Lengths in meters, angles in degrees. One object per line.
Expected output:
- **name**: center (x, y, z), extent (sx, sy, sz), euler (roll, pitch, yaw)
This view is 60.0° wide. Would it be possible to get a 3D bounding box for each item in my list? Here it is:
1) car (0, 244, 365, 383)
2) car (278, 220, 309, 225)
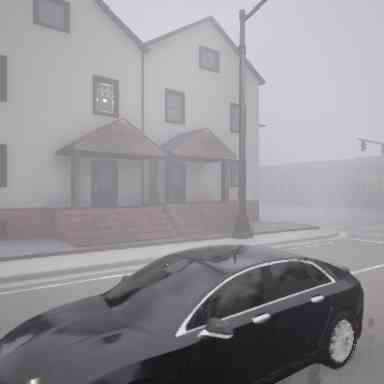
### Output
- **car**: center (0.255, 1.505, 4.159), extent (4.892, 1.490, 1.837), euler (0, 0, -35)
- **car**: center (8.721, 3.432, 31.104), extent (1.837, 1.490, 4.892), euler (-1, -13, -36)
